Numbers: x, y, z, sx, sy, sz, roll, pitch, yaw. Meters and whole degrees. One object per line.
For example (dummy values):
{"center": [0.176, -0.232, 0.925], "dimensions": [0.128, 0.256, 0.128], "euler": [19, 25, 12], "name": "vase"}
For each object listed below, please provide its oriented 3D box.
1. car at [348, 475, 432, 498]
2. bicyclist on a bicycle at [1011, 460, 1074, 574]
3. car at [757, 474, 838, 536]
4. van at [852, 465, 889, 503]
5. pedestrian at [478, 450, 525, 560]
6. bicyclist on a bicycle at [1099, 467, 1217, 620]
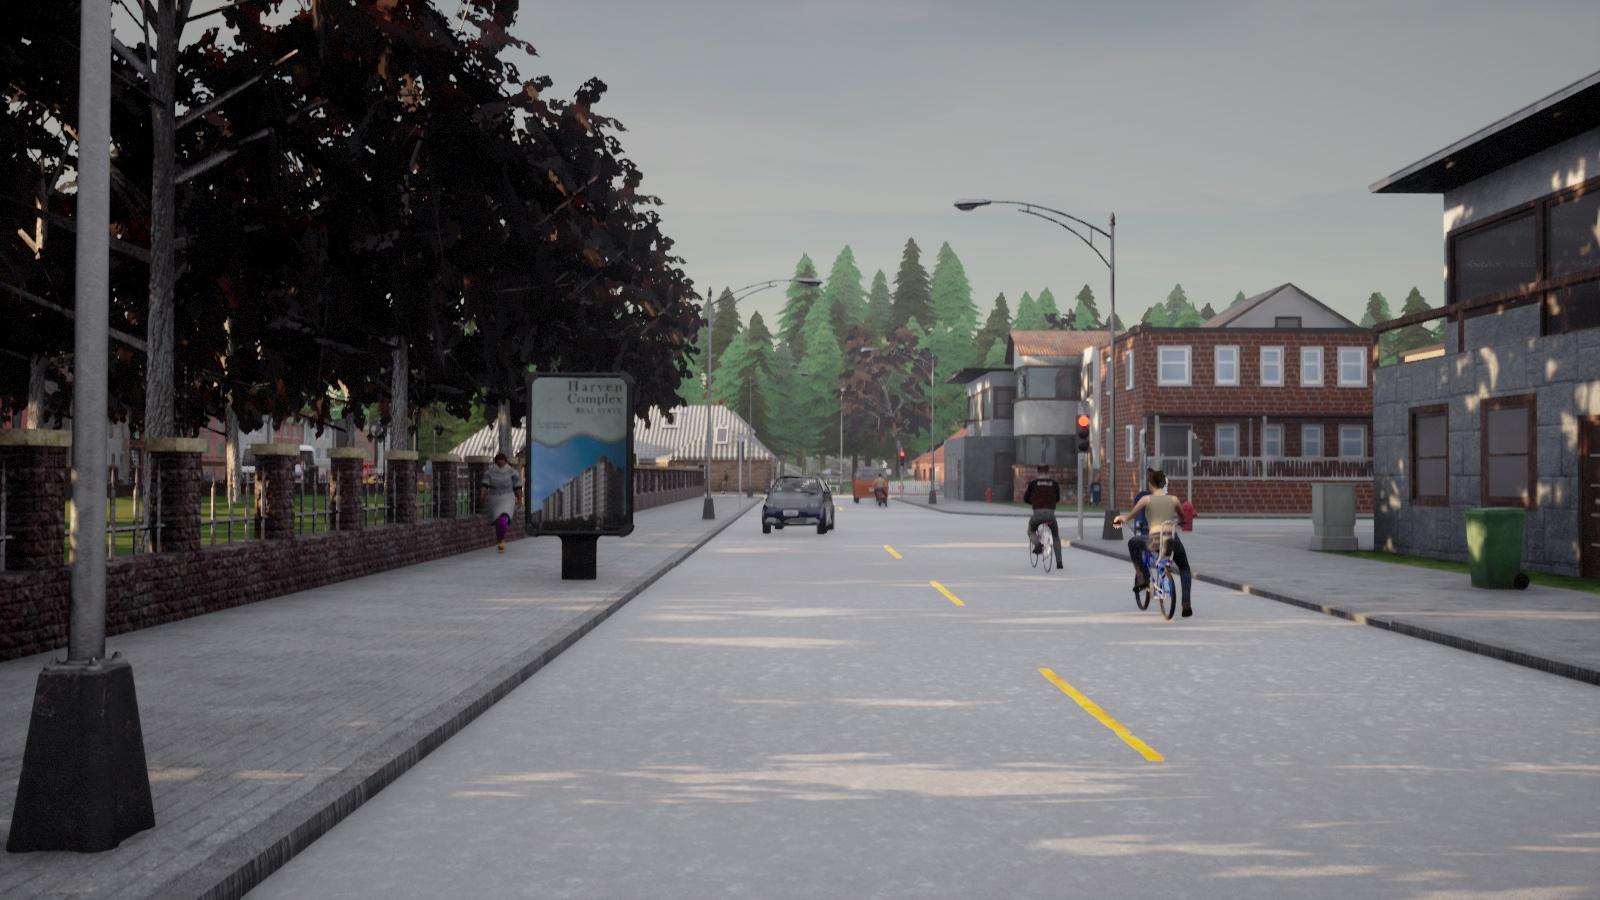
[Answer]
{"center": [-28.911, 2.550, 88.632], "dimensions": [5.366, 1.575, 1.801], "euler": [0, -1, -2], "name": "car"}
{"center": [3.939, 1.062, 20.543], "dimensions": [0.659, 1.776, 1.843], "euler": [0, -1, 0], "name": "bicyclist on a bicycle"}
{"center": [-0.014, 1.434, 33.683], "dimensions": [1.789, 1.549, 3.705], "euler": [0, -1, 6], "name": "car"}
{"center": [3.818, 1.857, 68.755], "dimensions": [1.775, 1.987, 4.442], "euler": [0, -1, 0], "name": "van"}
{"center": [-5.397, 0.980, 22.719], "dimensions": [0.659, 1.952, 0.873], "euler": [0, -1, -1], "name": "pedestrian"}
{"center": [3.962, 1.004, 14.017], "dimensions": [0.866, 1.612, 1.509], "euler": [0, -1, 0], "name": "bicyclist on a bicycle"}
